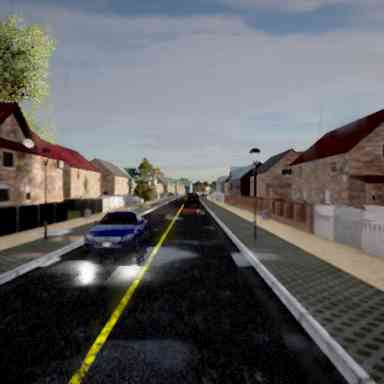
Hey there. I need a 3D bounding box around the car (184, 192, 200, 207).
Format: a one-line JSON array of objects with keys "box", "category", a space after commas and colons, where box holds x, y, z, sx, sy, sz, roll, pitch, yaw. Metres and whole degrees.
[{"box": [0.000, 1.083, 47.012, 2.150, 2.045, 5.566, 0, 0, 0], "category": "car"}]

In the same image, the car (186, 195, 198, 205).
[{"box": [0.000, 1.305, 57.741, 1.882, 1.535, 5.008, 0, 0, 0], "category": "car"}]

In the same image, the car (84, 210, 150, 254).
[{"box": [-2.819, 1.487, 13.366, 1.812, 1.442, 4.674, 0, 0, 0], "category": "car"}]
